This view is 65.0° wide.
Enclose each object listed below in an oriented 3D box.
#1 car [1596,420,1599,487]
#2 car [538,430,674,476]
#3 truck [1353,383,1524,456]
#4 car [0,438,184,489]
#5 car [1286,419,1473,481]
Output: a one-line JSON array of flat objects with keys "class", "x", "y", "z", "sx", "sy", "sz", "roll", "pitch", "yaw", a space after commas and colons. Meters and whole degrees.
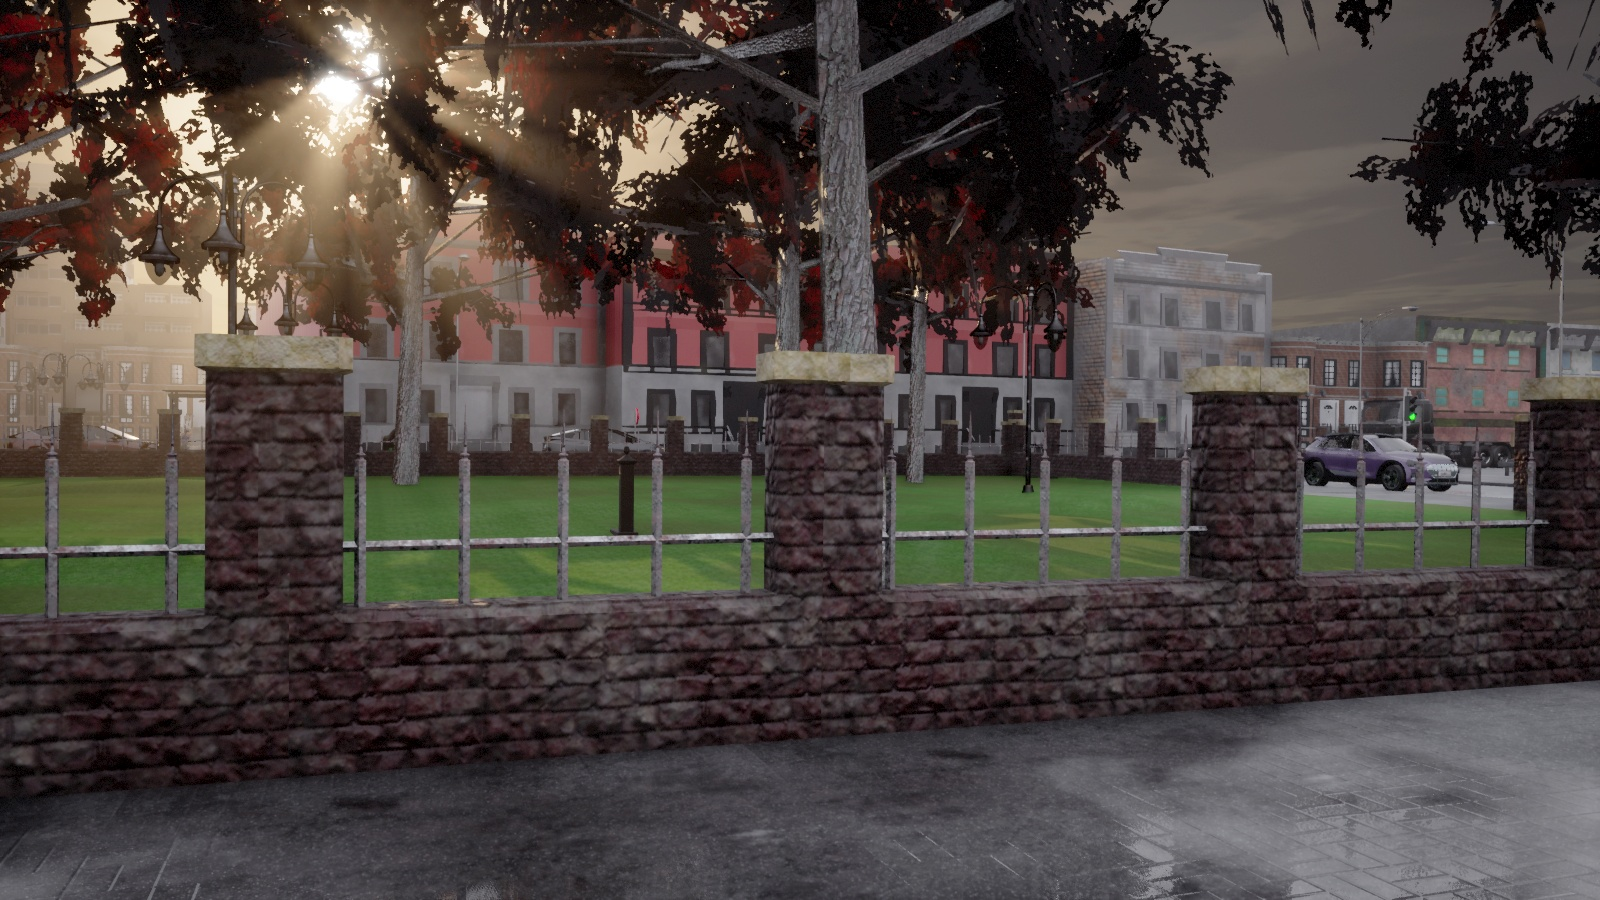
[{"class": "car", "x": 19.865, "y": 0.094, "z": 26.833, "sx": 2.007, "sy": 1.525, "sz": 4.514, "roll": -1, "pitch": 1, "yaw": -21}, {"class": "car", "x": -6.960, "y": 0.089, "z": 44.948, "sx": 4.514, "sy": 1.525, "sz": 2.007, "roll": -1, "pitch": 1, "yaw": -18}, {"class": "truck", "x": 31.763, "y": -1.543, "z": 62.450, "sx": 7.936, "sy": 3.462, "sz": 2.891, "roll": -1, "pitch": 1, "yaw": -19}, {"class": "car", "x": -22.266, "y": 0.393, "z": 39.680, "sx": 4.792, "sy": 1.488, "sz": 2.163, "roll": -1, "pitch": 1, "yaw": -19}, {"class": "car", "x": 16.602, "y": -0.041, "z": 36.265, "sx": 2.033, "sy": 1.649, "sz": 4.856, "roll": -1, "pitch": 1, "yaw": -21}]
